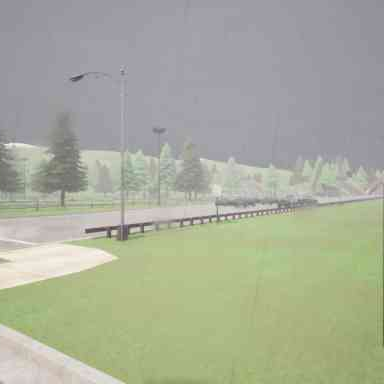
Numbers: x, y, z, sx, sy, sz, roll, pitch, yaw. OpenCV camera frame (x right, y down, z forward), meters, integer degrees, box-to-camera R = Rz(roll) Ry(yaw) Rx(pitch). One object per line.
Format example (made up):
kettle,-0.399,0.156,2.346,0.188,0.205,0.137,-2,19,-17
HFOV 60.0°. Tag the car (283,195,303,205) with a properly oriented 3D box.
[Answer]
car,17.602,1.352,57.900,2.097,1.767,4.553,0,0,35

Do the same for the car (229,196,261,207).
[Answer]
car,8.087,1.491,50.483,2.128,1.511,4.902,0,0,35

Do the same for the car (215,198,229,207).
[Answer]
car,5.390,1.564,52.719,1.994,1.385,4.181,0,0,35

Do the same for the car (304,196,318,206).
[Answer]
car,19.181,1.505,54.223,1.837,1.490,4.892,0,0,35

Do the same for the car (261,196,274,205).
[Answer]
car,13.919,1.492,58.913,2.128,1.511,4.902,0,0,35

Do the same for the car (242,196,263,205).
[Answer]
car,11.051,1.478,60.919,1.882,1.535,5.008,0,0,35

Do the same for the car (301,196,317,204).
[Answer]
car,23.097,1.526,65.753,1.812,1.442,4.674,0,0,35

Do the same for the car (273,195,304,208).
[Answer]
car,13.319,1.505,45.761,1.837,1.490,4.892,0,0,35
